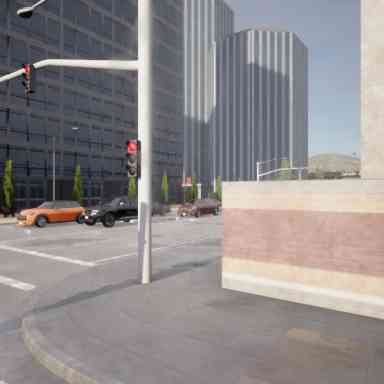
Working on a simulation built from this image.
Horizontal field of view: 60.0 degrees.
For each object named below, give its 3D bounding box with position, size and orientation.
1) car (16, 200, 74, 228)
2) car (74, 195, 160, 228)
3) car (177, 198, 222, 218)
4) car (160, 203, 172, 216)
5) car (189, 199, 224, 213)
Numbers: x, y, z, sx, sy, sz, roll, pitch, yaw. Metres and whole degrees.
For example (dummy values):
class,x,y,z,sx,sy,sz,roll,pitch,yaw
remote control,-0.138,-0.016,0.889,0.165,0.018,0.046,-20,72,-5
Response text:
class,x,y,z,sx,sy,sz,roll,pitch,yaw
car,-9.669,1.407,23.147,2.097,1.767,4.553,0,0,36
car,-5.114,1.276,23.494,2.150,2.045,5.566,0,0,36
car,0.615,1.407,31.463,2.097,1.767,4.553,0,0,36
car,-4.144,1.602,30.842,2.033,1.411,5.357,0,0,36
car,1.782,1.560,39.072,1.837,1.490,4.892,0,0,36
